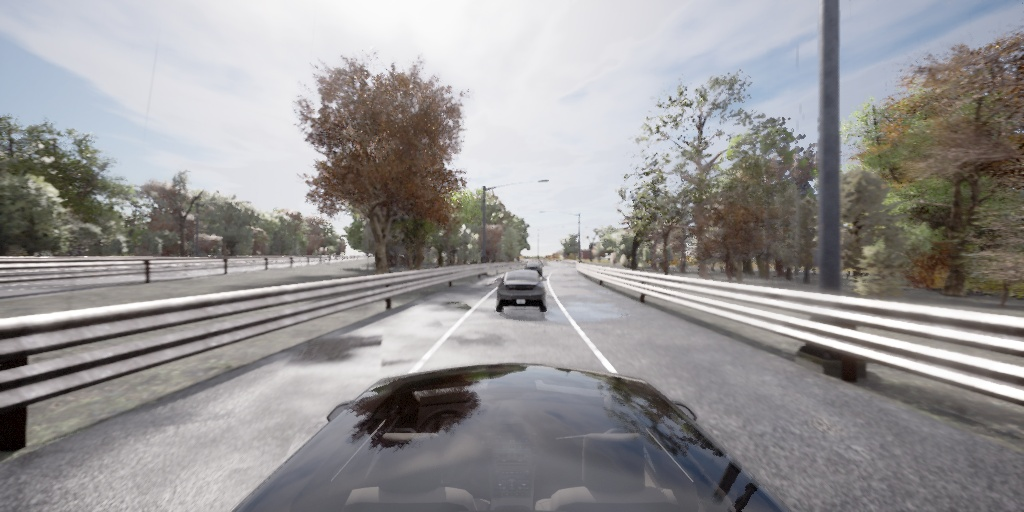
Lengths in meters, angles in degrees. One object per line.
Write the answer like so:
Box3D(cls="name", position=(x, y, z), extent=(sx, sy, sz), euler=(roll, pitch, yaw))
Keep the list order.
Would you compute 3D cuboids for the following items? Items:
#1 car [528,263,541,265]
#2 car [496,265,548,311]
Box3D(cls="car", position=(2.488, 1.487, 39.986), extent=(1.837, 1.490, 4.892), euler=(0, 0, 7))
Box3D(cls="car", position=(0.409, 1.331, 14.890), extent=(1.837, 1.490, 4.892), euler=(0, 0, 2))
